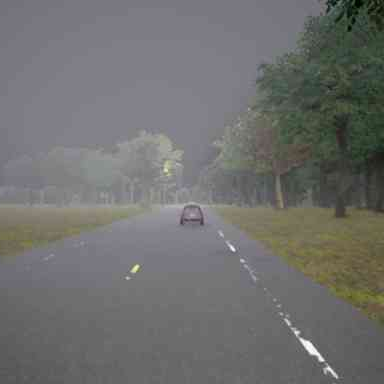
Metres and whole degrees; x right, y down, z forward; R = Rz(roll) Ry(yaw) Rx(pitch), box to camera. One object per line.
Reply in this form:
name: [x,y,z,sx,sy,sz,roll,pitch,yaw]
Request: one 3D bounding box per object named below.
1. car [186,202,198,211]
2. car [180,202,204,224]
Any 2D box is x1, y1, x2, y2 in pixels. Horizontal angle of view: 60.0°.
car: [-0.004,2.467,57.421,1.882,1.535,5.008,0,-2,0]
car: [0.019,1.909,28.359,2.033,1.649,4.856,0,-1,0]
